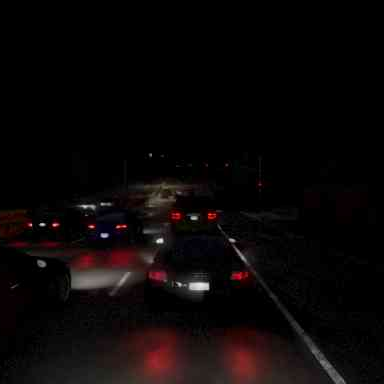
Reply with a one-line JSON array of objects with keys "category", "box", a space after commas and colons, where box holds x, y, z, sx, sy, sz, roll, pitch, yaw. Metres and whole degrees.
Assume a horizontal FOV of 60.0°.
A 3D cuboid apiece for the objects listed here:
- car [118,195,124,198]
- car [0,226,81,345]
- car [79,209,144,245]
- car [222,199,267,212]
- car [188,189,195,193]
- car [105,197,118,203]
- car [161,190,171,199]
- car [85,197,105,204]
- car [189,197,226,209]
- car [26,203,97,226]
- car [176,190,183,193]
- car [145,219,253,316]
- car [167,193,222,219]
[{"category": "car", "box": [-17.637, 1.327, 83.235, 1.895, 1.301, 4.718, 0, 2, 0]}, {"category": "car", "box": [-3.407, 1.526, 5.032, 1.812, 1.442, 4.674, 0, 0, 0]}, {"category": "car", "box": [-3.410, 1.526, 15.305, 1.812, 1.442, 4.674, 0, 0, 0]}, {"category": "car", "box": [5.972, 1.547, 38.964, 5.357, 1.411, 2.033, 0, 0, -5]}, {"category": "car", "box": [-0.159, 0.794, 86.737, 2.150, 2.045, 5.566, 0, 3, 0]}, {"category": "car", "box": [-17.556, 1.595, 69.650, 1.895, 1.301, 4.718, 0, 0, 0]}, {"category": "car", "box": [-7.161, 1.070, 87.097, 1.812, 1.442, 4.674, 0, 3, 0]}, {"category": "car", "box": [-17.599, 1.601, 59.453, 1.895, 1.301, 4.718, 0, 0, 0]}, {"category": "car", "box": [2.063, 1.478, 45.922, 5.008, 1.535, 1.882, 0, 2, 43]}, {"category": "car", "box": [-6.902, 1.547, 17.756, 2.033, 1.411, 5.357, 0, 0, -1]}, {"category": "car", "box": [-3.661, 1.070, 87.119, 1.812, 1.442, 4.674, 0, 3, 0]}, {"category": "car", "box": [0.101, 1.564, 7.618, 1.994, 1.385, 4.181, 0, 0, -1]}, {"category": "car", "box": [0.089, 1.221, 17.022, 2.150, 2.045, 5.566, 0, 0, 0]}]
